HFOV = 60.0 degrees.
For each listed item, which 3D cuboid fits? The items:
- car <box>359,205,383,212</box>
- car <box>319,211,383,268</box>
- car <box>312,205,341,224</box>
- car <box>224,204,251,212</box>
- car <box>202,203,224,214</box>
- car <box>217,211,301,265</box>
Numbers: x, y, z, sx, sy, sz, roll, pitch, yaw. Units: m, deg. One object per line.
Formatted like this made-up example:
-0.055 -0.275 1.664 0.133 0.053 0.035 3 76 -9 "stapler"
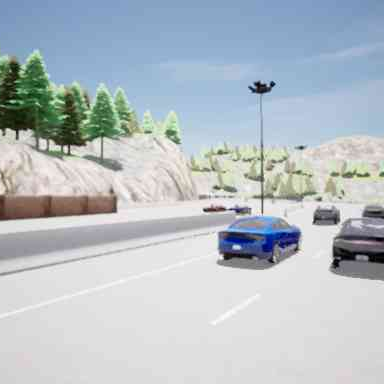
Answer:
15.037 1.836 27.555 1.837 1.490 4.892 0 -1 27 "car"
5.957 1.628 11.210 2.128 1.511 4.902 -1 -1 32 "car"
11.314 1.833 27.928 2.128 1.511 4.902 0 -1 27 "car"
5.878 2.121 41.176 1.895 1.301 4.718 0 -1 24 "car"
2.903 2.150 43.077 1.895 1.301 4.718 0 -1 24 "car"
2.734 1.637 12.646 1.882 1.535 5.008 0 -1 32 "car"
